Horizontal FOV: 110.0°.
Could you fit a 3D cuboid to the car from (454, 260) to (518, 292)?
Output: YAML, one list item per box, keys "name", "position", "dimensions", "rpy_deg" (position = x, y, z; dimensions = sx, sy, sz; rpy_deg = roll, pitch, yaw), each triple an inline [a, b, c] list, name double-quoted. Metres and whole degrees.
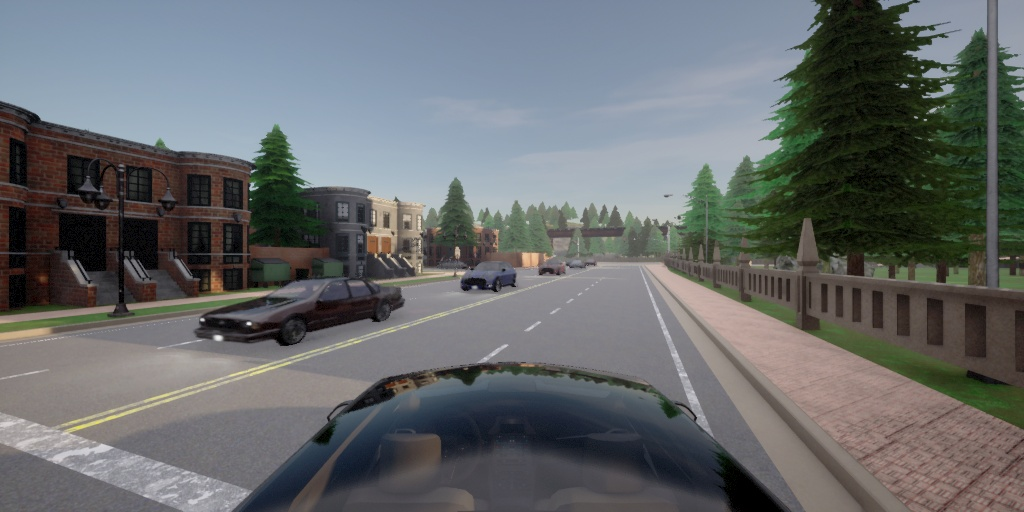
- name: "car"
  position: [-1.245, 1.102, 21.183]
  dimensions: [2.097, 1.767, 4.553]
  rpy_deg: [0, 0, 19]

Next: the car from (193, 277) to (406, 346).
- name: "car"
  position: [-5.162, 1.298, 9.864]
  dimensions: [2.033, 1.411, 5.357]
  rpy_deg: [0, 0, 19]

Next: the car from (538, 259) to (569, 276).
- name: "car"
  position: [4.176, 1.103, 37.060]
  dimensions: [2.097, 1.767, 4.553]
  rpy_deg: [0, 0, 19]

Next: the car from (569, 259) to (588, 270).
- name: "car"
  position: [9.671, 1.276, 53.033]
  dimensions: [1.812, 1.442, 4.674]
  rpy_deg: [0, 0, 19]

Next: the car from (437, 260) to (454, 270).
- name: "car"
  position: [-8.417, 1.275, 50.700]
  dimensions: [4.181, 1.385, 1.994]
  rpy_deg: [0, 0, 21]
